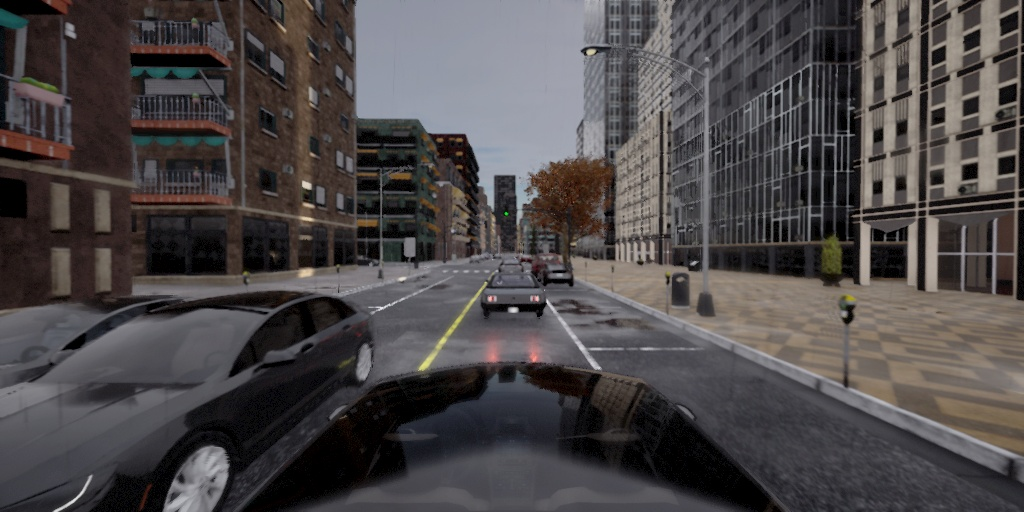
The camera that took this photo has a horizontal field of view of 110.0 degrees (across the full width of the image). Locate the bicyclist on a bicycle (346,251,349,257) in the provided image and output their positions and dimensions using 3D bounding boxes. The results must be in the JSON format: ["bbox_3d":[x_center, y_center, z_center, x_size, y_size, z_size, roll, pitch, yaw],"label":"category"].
[{"bbox_3d":[-23.507,0.083,50.997,0.582,1.620,1.656,1,1,-1],"label":"bicyclist on a bicycle"}]

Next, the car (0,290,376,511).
[{"bbox_3d":[-3.115,1.223,3.989,1.837,1.490,4.892,0,1,0],"label":"car"}]

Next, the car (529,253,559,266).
[{"bbox_3d":[2.519,0.712,26.962,2.192,1.841,5.009,0,0,0],"label":"car"}]

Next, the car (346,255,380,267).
[{"bbox_3d":[-16.696,0.566,39.798,4.403,1.370,2.007,0,0,-1],"label":"car"}]

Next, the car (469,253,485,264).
[{"bbox_3d":[-6.083,0.515,59.288,2.007,1.370,4.403,0,0,0],"label":"car"}]

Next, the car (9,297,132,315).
[{"bbox_3d":[-5.710,1.273,4.816,1.948,1.339,4.313,0,0,0],"label":"car"}]

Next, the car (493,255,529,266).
[{"bbox_3d":[-0.076,0.888,27.042,2.128,1.511,4.902,0,1,0],"label":"car"}]

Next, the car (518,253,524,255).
[{"bbox_3d":[2.297,0.507,59.346,1.888,1.381,4.507,0,0,0],"label":"car"}]

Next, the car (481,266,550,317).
[{"bbox_3d":[0.027,1.202,12.309,1.895,1.301,4.718,0,1,0],"label":"car"}]

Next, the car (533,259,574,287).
[{"bbox_3d":[2.557,1.039,21.439,1.948,1.339,4.313,0,0,0],"label":"car"}]
